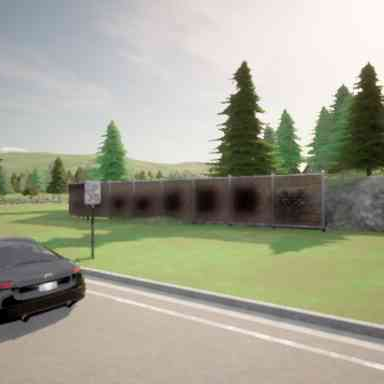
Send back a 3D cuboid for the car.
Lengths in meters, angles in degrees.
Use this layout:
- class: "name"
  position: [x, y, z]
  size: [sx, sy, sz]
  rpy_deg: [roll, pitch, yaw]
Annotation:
- class: "car"
  position: [-4.143, 1.639, 6.965]
  size: [4.181, 1.385, 1.994]
  rpy_deg: [-1, 0, 35]
